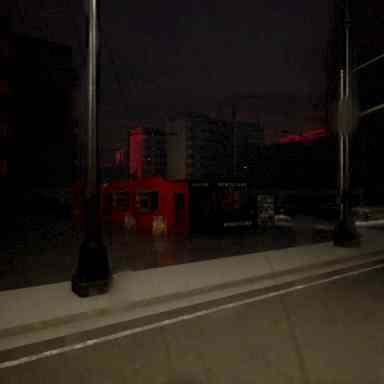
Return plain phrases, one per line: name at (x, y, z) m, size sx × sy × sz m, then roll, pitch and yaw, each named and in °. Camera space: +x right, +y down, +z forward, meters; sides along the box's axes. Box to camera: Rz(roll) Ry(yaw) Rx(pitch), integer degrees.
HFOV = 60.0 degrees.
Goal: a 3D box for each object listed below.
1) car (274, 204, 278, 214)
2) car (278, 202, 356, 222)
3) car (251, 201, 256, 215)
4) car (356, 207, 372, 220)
car at (7.928, 1.718, 36.573) m, size 1.837 × 1.490 × 4.892 m, roll 0°, pitch -1°, yaw -36°
car at (10.173, 1.657, 27.440) m, size 2.033 × 1.411 × 5.357 m, roll 0°, pitch -1°, yaw -38°
car at (4.619, 1.750, 35.175) m, size 1.812 × 1.442 × 4.674 m, roll 0°, pitch -1°, yaw -36°
car at (13.235, 1.634, 29.212) m, size 1.812 × 1.442 × 4.674 m, roll 0°, pitch -1°, yaw -36°
